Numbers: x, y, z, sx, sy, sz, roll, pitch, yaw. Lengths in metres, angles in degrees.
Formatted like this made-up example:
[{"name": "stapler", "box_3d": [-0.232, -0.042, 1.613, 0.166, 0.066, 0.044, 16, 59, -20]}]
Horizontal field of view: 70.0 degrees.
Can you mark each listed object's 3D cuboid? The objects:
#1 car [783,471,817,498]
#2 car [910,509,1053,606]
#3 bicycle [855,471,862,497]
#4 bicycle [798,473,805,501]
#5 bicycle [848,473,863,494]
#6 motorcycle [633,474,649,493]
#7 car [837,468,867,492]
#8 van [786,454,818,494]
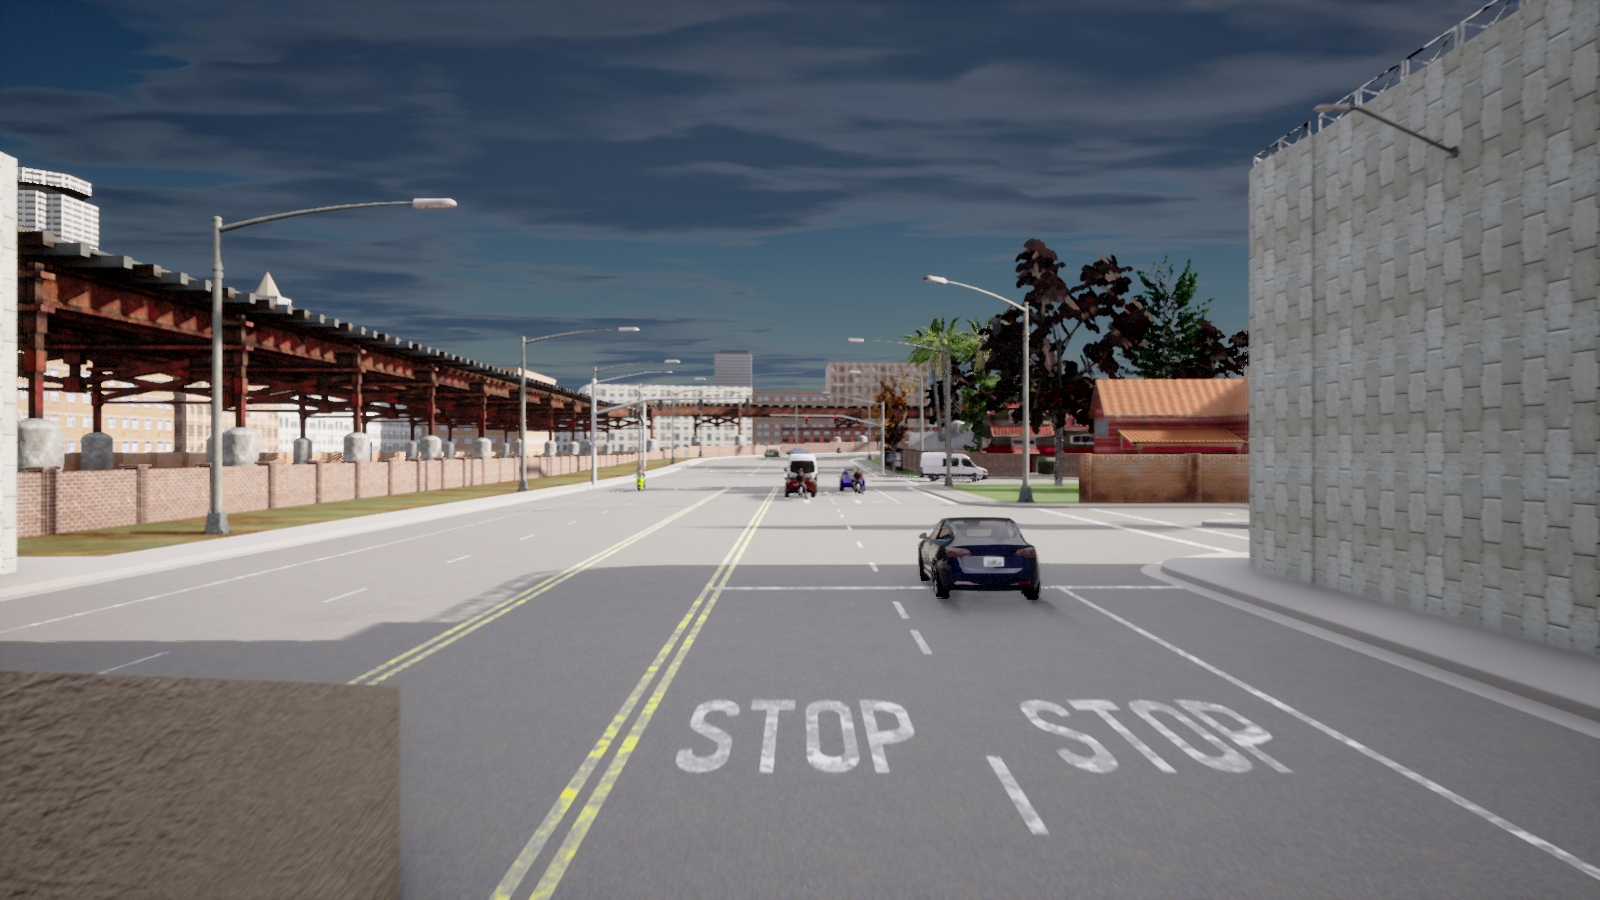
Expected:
[{"name": "car", "box_3d": [0.007, 2.035, 68.378, 2.007, 1.525, 4.514, 0, 0, 0]}, {"name": "car", "box_3d": [3.491, 2.061, 22.933, 2.163, 1.488, 4.792, 0, 0, 0]}, {"name": "bicycle", "box_3d": [3.555, 2.043, 69.454, 0.329, 1.496, 1.835, 0, 0, 0]}, {"name": "bicycle", "box_3d": [0.092, 2.041, 63.172, 0.329, 1.496, 1.835, -1, 0, 0]}, {"name": "bicycle", "box_3d": [3.547, 2.140, 73.083, 0.859, 1.301, 1.487, 0, 0, 0]}, {"name": "motorcycle", "box_3d": [-10.449, 2.207, 75.222, 0.803, 1.145, 2.033, 0, 0, 0]}, {"name": "car", "box_3d": [3.518, 2.032, 77.678, 1.845, 1.501, 3.633, 0, 0, 0]}, {"name": "van", "box_3d": [0.118, 1.529, 75.358, 1.988, 2.561, 5.915, 0, 0, -1]}]
